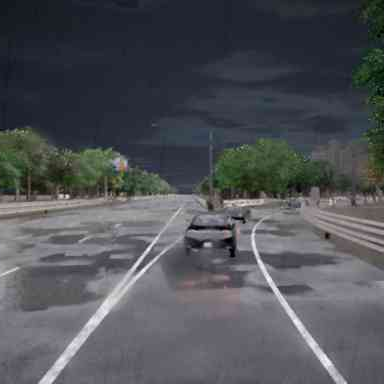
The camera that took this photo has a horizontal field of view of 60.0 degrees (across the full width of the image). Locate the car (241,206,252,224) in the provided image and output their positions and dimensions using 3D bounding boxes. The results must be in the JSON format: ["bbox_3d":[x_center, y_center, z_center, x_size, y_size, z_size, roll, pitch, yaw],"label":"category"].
[{"bbox_3d":[3.570,1.723,26.322,1.895,1.301,4.718,0,0,17],"label":"car"}]

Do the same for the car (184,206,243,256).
[{"bbox_3d":[0.864,1.553,13.404,2.128,1.511,4.902,0,0,8],"label":"car"}]

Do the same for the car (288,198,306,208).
[{"bbox_3d":[16.892,1.709,52.825,2.128,1.511,4.902,0,0,37],"label":"car"}]
